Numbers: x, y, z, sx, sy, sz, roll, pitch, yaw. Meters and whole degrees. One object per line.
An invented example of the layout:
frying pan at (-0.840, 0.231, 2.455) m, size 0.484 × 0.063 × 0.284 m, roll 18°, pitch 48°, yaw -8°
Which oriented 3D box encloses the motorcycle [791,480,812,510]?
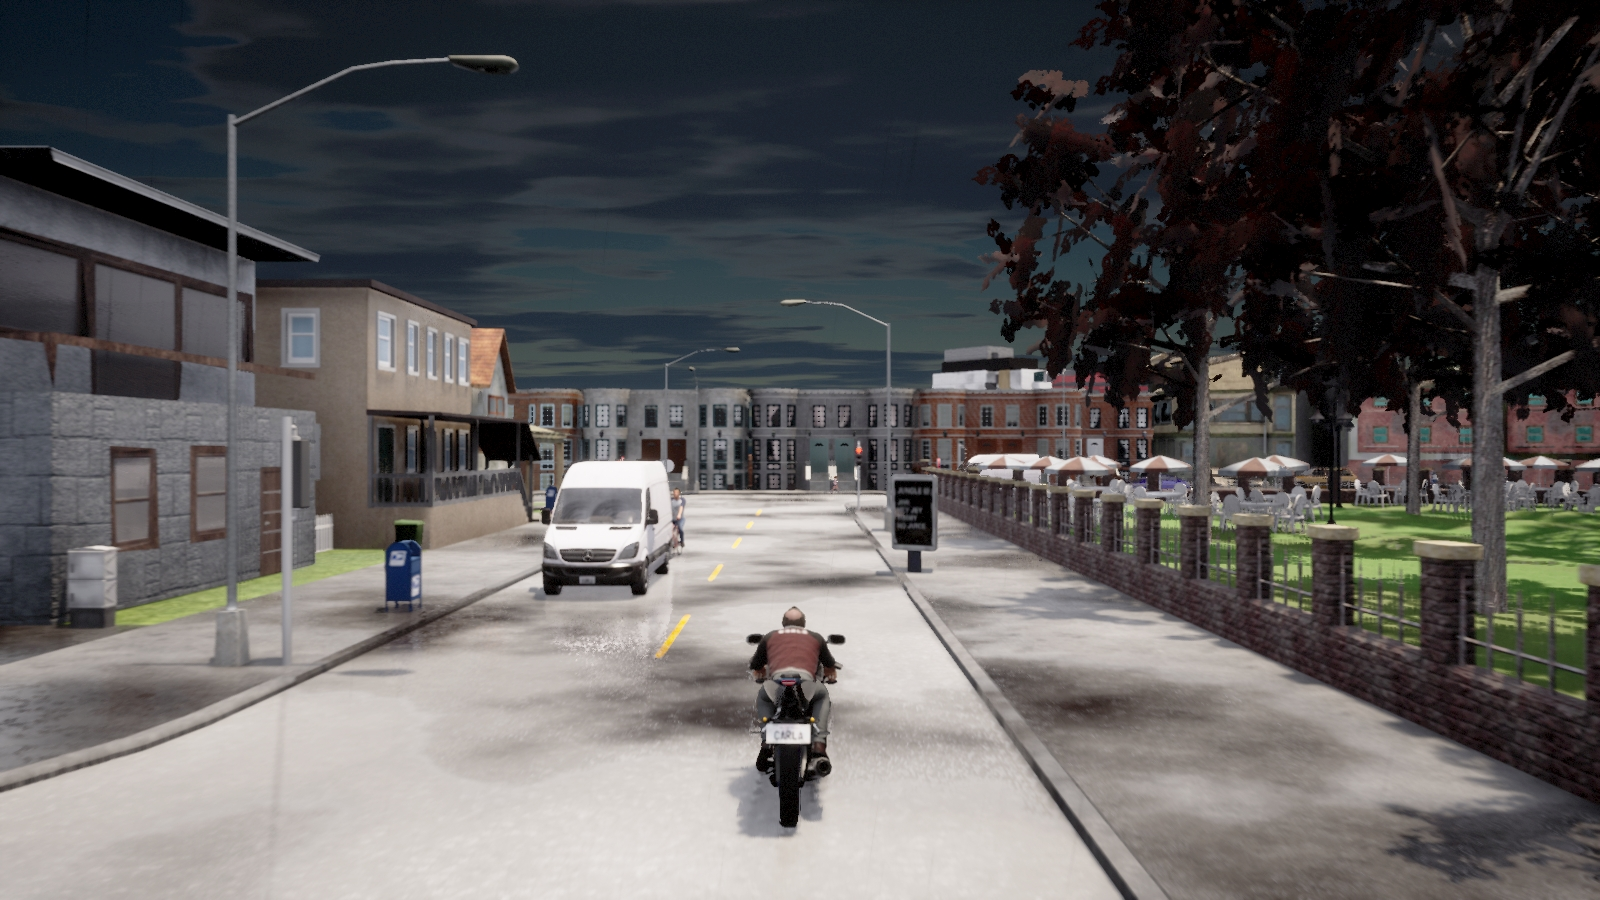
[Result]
motorcycle at (0.088, 1.982, 50.993) m, size 0.867 × 1.251 × 2.209 m, roll 0°, pitch 0°, yaw 2°

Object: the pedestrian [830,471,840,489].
pedestrian at (2.194, 1.900, 71.760) m, size 0.500 × 1.100 × 0.500 m, roll 0°, pitch 0°, yaw 12°

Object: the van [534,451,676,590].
van at (-3.935, 1.313, 24.093) m, size 1.988 × 2.561 × 5.915 m, roll 0°, pitch 0°, yaw 0°

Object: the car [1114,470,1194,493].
car at (21.364, 1.894, 69.031) m, size 4.181 × 1.385 × 1.994 m, roll 0°, pitch 0°, yaw 0°

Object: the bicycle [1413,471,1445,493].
bicycle at (37.921, 1.933, 68.878) m, size 1.643 × 1.296 × 0.373 m, roll 0°, pitch 0°, yaw 3°

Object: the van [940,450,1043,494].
van at (11.536, 1.310, 69.085) m, size 5.915 × 2.561 × 1.988 m, roll 0°, pitch 0°, yaw 0°
